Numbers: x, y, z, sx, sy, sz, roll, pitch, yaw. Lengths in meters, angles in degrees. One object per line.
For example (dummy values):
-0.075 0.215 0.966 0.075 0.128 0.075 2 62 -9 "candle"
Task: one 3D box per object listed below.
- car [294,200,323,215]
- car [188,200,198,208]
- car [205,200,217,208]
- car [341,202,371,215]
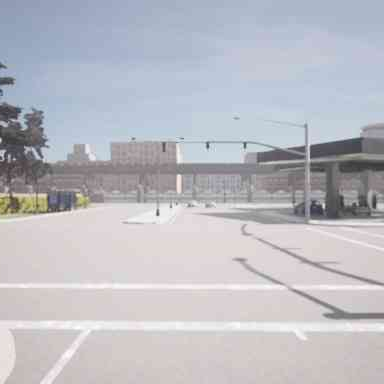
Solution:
13.223 1.764 37.885 2.242 1.667 4.611 0 -1 0 "car"
0.127 2.322 64.340 1.812 1.442 4.674 0 -1 0 "car"
3.521 2.300 62.558 1.812 1.442 4.674 0 -1 0 "car"
18.968 1.934 38.643 1.970 1.475 3.806 0 -1 0 "car"
